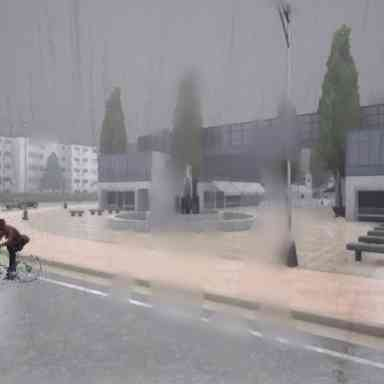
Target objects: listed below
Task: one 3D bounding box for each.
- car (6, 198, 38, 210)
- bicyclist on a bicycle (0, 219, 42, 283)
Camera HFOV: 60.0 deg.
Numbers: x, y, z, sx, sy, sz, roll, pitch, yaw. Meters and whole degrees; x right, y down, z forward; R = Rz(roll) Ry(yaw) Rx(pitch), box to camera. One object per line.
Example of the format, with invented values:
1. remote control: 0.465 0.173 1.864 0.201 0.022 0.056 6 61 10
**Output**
1. car: -21.859 1.481 43.015 2.128 1.511 4.902 0 0 5
2. bicyclist on a bicycle: -4.288 1.434 7.762 0.582 1.620 1.656 0 1 34
